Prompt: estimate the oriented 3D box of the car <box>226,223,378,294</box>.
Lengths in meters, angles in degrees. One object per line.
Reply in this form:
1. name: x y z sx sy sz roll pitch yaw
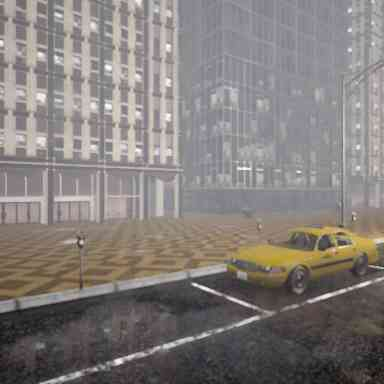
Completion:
1. car: 3.067 1.526 8.756 4.829 1.417 1.752 0 0 -36
